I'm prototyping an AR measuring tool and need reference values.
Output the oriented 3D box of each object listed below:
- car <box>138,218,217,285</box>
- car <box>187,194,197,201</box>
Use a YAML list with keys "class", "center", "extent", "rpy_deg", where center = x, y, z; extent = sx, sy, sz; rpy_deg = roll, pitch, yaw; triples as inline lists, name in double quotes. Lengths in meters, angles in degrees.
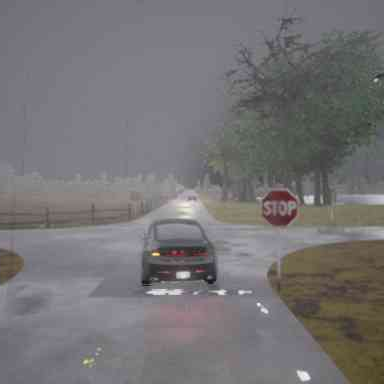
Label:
- class: "car"
  center: [-0.541, 1.517, 9.668]
  extent: [1.837, 1.490, 4.892]
  rpy_deg: [1, 1, -8]
- class: "car"
  center: [0.010, 1.304, 74.127]
  extent: [1.837, 1.490, 4.892]
  rpy_deg: [0, 1, 0]
